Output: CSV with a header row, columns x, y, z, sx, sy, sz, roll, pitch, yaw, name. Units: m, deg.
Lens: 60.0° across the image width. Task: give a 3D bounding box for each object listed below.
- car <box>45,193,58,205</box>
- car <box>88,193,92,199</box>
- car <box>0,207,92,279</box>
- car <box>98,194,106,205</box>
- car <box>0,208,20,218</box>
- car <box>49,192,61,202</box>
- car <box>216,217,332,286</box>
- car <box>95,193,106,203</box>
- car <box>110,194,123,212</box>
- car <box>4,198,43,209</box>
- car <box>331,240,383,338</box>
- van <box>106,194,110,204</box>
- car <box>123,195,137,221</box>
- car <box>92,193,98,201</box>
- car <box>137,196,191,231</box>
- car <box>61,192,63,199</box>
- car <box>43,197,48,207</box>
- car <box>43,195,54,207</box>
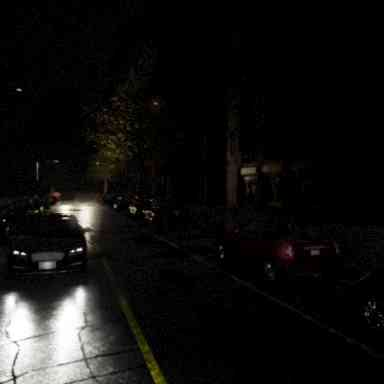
x,y,z,sx,sy,sz,roll,pitch,yaw,name
-21.143,1.229,48.935,1.752,1.417,4.829,0,0,-20,car
-22.806,1.247,78.498,1.947,1.339,4.313,0,0,-20,car
-4.175,1.419,10.026,2.128,1.511,4.902,0,0,-20,car
-13.185,1.344,51.994,1.802,1.307,4.206,0,0,-20,car
-7.732,1.458,11.991,1.947,1.339,4.313,1,0,-20,car
-23.124,1.000,54.393,2.192,1.841,5.009,0,0,-20,car
2.212,1.425,9.585,1.967,1.590,4.097,1,0,-20,car
-15.109,1.310,57.293,1.947,1.339,4.313,0,0,-20,car
-7.410,1.279,36.091,1.967,1.590,4.097,0,0,-20,car
-11.580,1.275,22.592,1.967,1.590,4.097,0,0,-20,car
4.135,1.460,4.285,1.967,1.590,4.097,1,0,-20,car
-9.333,1.153,41.392,1.690,1.788,3.998,0,0,-20,van
-3.560,1.209,25.488,2.192,1.841,5.009,0,0,-20,car
-17.031,1.043,62.595,2.192,1.841,5.009,0,0,-20,car
-1.637,1.237,20.187,2.192,1.841,5.009,0,0,-20,car
-26.972,0.968,64.995,2.192,1.841,5.009,0,0,-20,car
-13.505,1.352,27.893,1.887,1.381,4.507,0,0,-20,car
-17.353,1.334,38.495,1.802,1.307,4.206,0,0,-20,car
